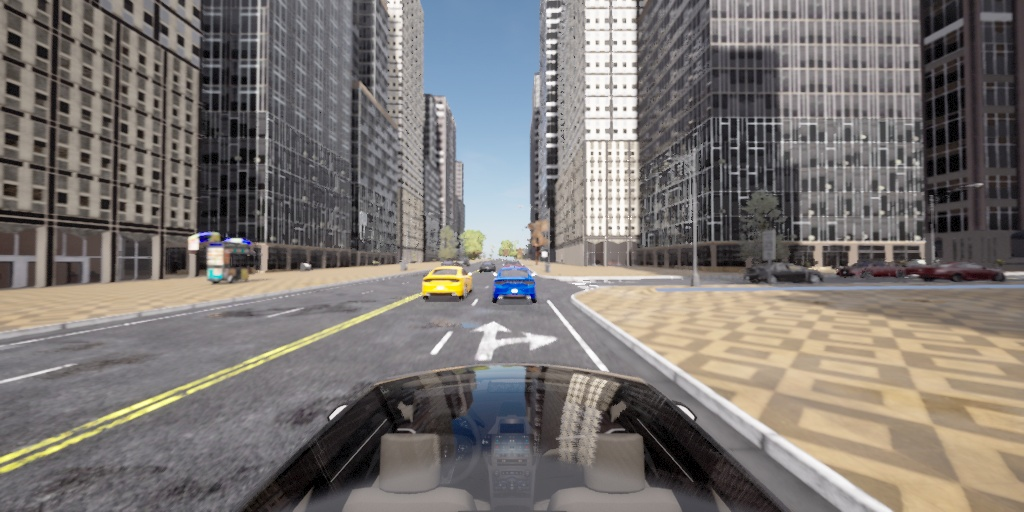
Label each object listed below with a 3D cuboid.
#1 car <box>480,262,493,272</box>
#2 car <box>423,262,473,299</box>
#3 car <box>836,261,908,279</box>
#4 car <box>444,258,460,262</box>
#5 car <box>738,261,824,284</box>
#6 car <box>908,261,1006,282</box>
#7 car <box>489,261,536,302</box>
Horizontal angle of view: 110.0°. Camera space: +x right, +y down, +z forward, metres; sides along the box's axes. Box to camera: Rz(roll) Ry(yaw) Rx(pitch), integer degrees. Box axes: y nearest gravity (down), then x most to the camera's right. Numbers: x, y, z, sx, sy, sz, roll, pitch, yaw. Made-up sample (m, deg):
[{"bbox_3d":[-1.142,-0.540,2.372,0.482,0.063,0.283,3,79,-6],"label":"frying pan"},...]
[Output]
[{"bbox_3d":[-3.132,1.425,47.208,1.994,1.385,4.181,0,0,0],"label":"car"},{"bbox_3d":[-3.145,1.268,18.255,1.882,1.535,5.008,0,0,0],"label":"car"},{"bbox_3d":[27.994,1.091,28.062,4.181,1.385,1.994,-1,-1,-1],"label":"car"},{"bbox_3d":[-9.772,1.428,54.946,2.033,1.411,5.357,0,0,1],"label":"car"},{"bbox_3d":[16.696,1.078,22.126,4.403,1.370,2.007,0,0,-1],"label":"car"},{"bbox_3d":[27.814,1.004,22.266,4.207,1.307,1.802,0,0,-1],"label":"car"},{"bbox_3d":[0.111,1.237,17.216,1.882,1.535,5.008,0,1,0],"label":"car"}]
